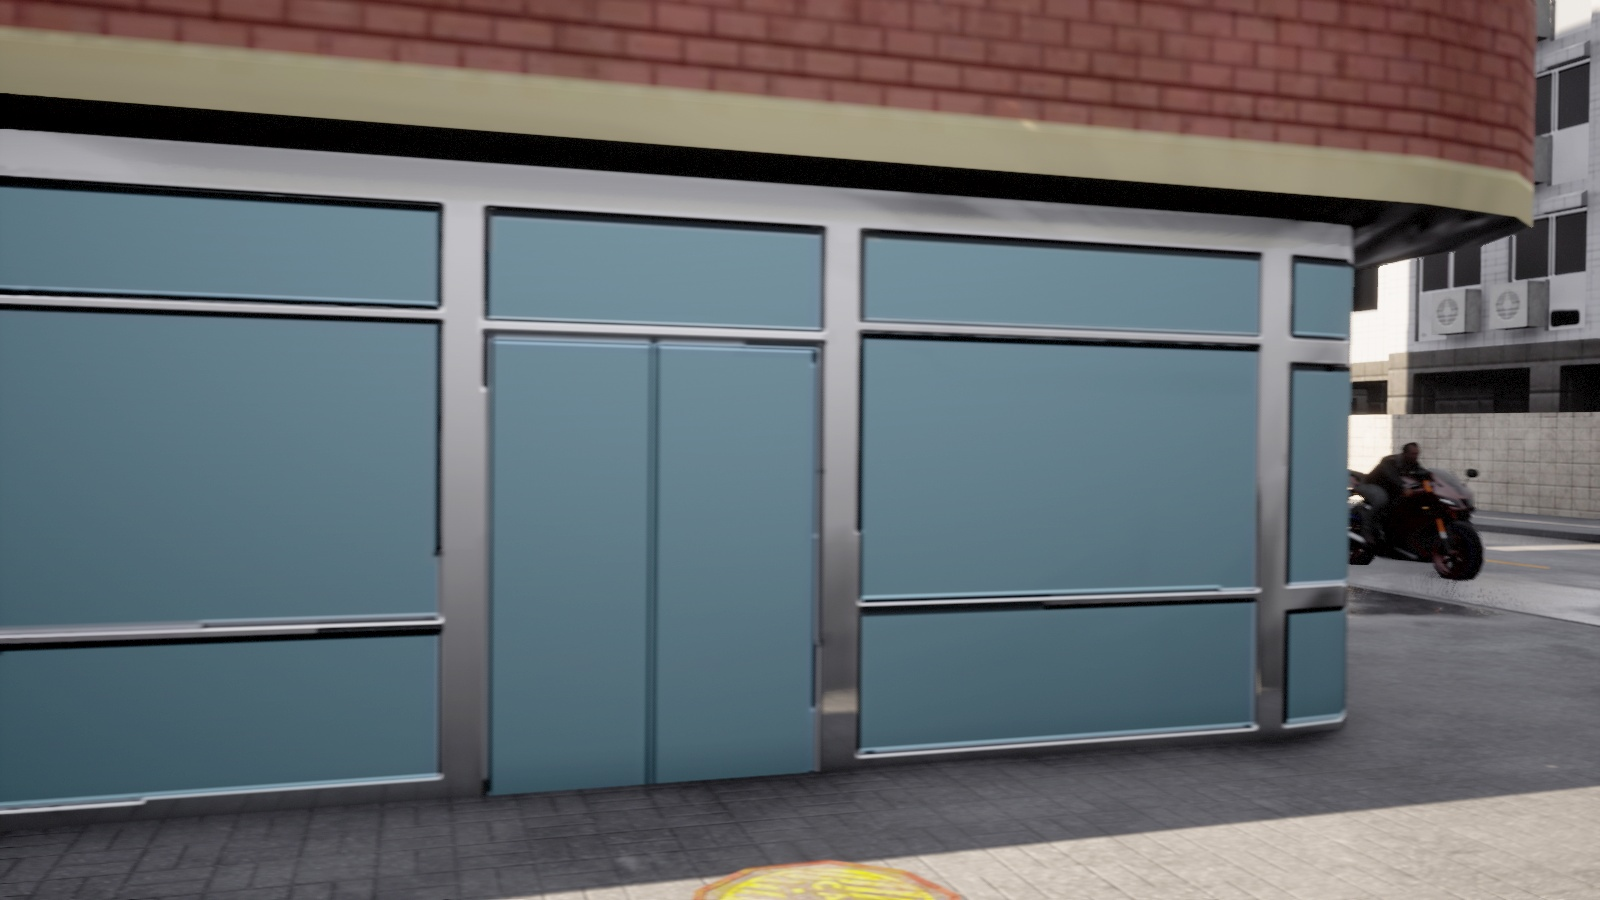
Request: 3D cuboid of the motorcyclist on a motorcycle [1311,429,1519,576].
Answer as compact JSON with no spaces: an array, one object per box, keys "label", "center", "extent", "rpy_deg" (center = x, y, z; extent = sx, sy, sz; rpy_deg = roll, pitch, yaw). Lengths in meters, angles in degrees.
[{"label":"motorcyclist on a motorcycle","center":[6.952,0.533,14.340],"extent":[0.866,1.530,2.191],"rpy_deg":[-1,1,-17]}]
